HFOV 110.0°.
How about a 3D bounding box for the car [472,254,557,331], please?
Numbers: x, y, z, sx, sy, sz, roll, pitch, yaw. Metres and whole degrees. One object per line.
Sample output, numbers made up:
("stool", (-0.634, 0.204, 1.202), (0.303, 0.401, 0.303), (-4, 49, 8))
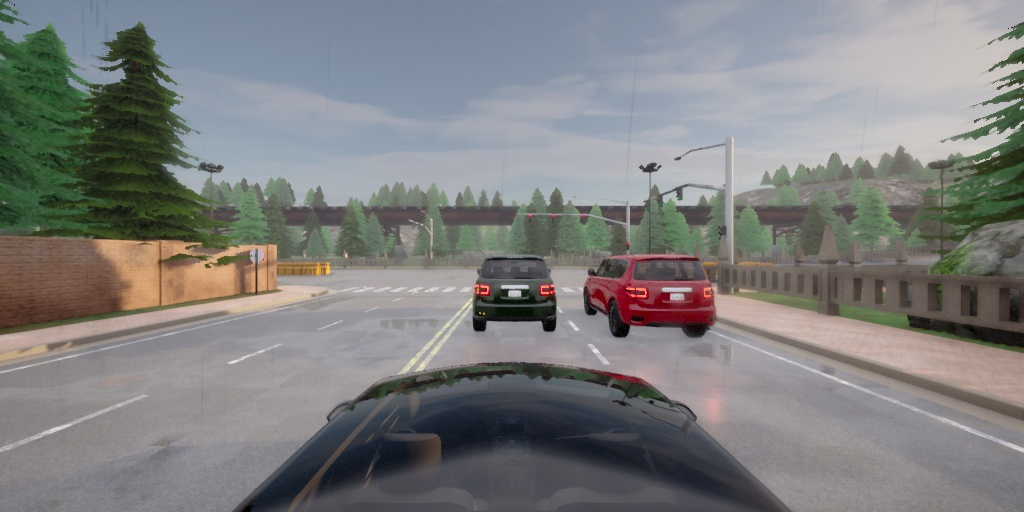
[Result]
("car", (0.070, 0.971, 11.063), (2.150, 2.045, 5.566), (0, 0, 0))

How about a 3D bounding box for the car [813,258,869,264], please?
("car", (38.541, 1.243, 42.061), (4.181, 1.385, 1.994), (-2, 0, 0))

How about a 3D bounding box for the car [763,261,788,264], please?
("car", (31.376, 1.296, 45.588), (5.357, 1.411, 2.033), (0, 0, 0))

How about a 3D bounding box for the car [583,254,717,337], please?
("car", (3.570, 0.971, 10.386), (2.150, 2.045, 5.566), (0, 0, 0))

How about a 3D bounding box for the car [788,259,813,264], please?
("car", (39.182, 1.157, 49.051), (4.902, 1.511, 2.128), (-1, 0, 1))

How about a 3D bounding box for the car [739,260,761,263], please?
("car", (25.828, 1.241, 42.097), (4.902, 1.511, 2.128), (0, 0, 0))

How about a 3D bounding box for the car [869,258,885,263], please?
("car", (44.388, 0.977, 45.542), (4.902, 1.511, 2.128), (-3, 0, 0))
